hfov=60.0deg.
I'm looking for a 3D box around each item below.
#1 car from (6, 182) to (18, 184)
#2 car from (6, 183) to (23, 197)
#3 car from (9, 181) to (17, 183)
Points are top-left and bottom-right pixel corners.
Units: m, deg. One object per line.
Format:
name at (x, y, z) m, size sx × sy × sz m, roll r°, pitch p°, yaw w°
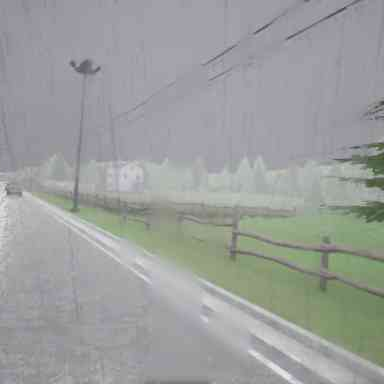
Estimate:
car at (-31.817, -0.451, 59.278) m, size 1.837 × 1.490 × 4.892 m, roll 4°, pitch 0°, yaw -30°
car at (-26.688, -0.112, 50.200) m, size 2.128 × 1.511 × 4.902 m, roll 4°, pitch 0°, yaw -30°
car at (-36.775, -1.158, 68.105) m, size 2.150 × 2.045 × 5.566 m, roll 4°, pitch 0°, yaw -30°
